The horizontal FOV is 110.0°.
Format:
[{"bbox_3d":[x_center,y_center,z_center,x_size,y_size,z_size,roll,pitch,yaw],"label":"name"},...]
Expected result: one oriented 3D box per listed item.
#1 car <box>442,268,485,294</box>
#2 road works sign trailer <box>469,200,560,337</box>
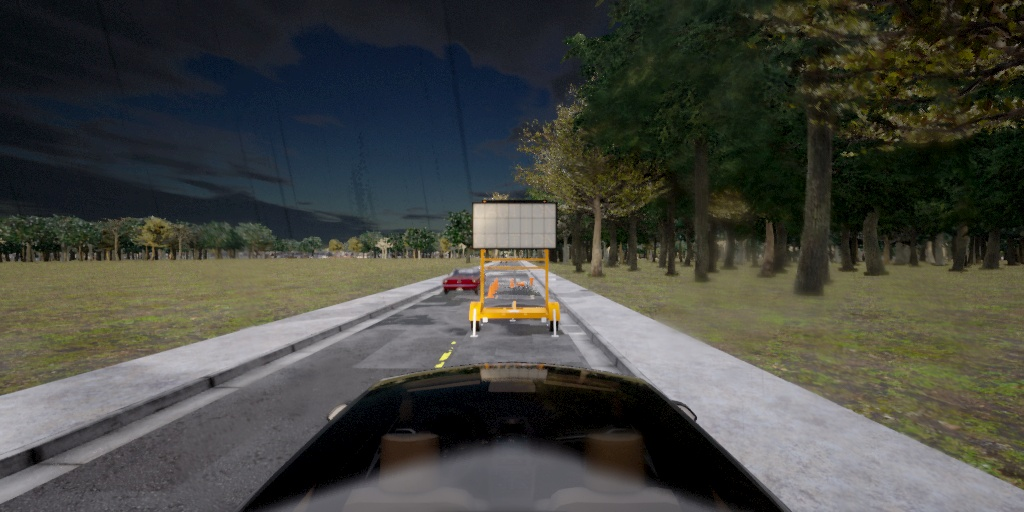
[{"bbox_3d":[-2.600,1.351,20.085,1.895,1.301,4.718,0,0,0],"label":"car"},{"bbox_3d":[0.074,0.214,10.245,2.380,3.560,2.880,0,0,0],"label":"road works sign trailer"}]
